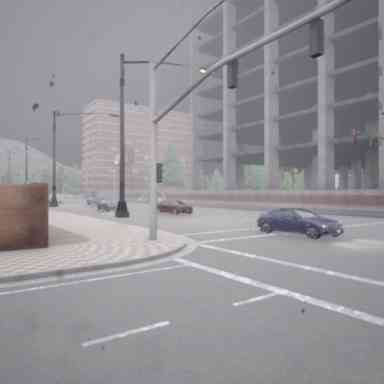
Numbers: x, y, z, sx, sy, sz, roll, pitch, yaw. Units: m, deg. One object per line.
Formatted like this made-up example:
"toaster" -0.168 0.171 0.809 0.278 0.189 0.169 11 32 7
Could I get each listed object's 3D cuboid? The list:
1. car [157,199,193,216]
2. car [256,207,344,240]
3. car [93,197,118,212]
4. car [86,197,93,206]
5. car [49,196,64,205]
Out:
"car" -1.821 1.480 33.290 1.882 1.535 5.008 0 0 -35
"car" 5.413 1.539 17.235 1.812 1.442 4.674 0 0 -36
"car" -9.482 1.540 38.324 1.812 1.442 4.674 0 0 -35
"car" -15.365 1.509 52.799 1.837 1.490 4.892 0 0 -34
"car" -24.257 1.531 59.478 1.812 1.442 4.674 0 0 -35
